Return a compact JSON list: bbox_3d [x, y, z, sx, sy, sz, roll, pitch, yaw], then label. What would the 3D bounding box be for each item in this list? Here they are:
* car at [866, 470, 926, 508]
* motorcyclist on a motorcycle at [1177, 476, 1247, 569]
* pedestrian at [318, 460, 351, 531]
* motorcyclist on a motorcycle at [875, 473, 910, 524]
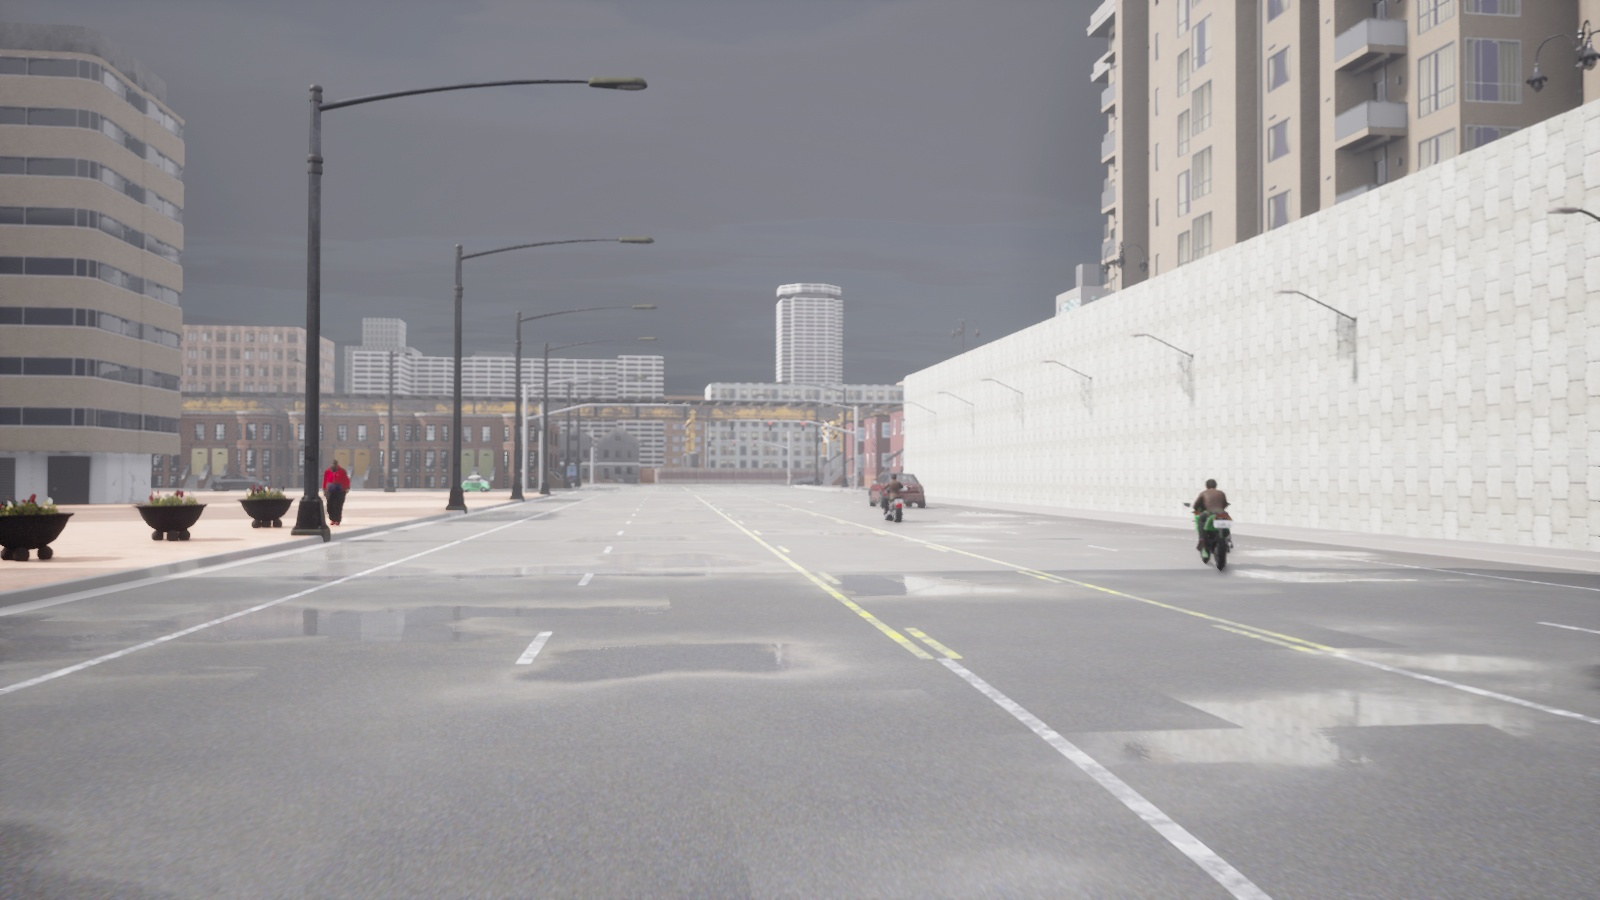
[{"bbox_3d":[4.587,1.874,60.705,2.097,1.767,4.553,0,-1,-6],"label":"car"},{"bbox_3d":[7.046,1.203,21.572,0.797,1.523,2.044,0,-1,8],"label":"motorcyclist on a motorcycle"},{"bbox_3d":[-12.332,1.197,33.299,0.634,1.844,0.899,0,-1,-8],"label":"pedestrian"},{"bbox_3d":[3.081,1.601,42.151,0.766,1.649,2.350,0,-1,-6],"label":"motorcyclist on a motorcycle"}]
